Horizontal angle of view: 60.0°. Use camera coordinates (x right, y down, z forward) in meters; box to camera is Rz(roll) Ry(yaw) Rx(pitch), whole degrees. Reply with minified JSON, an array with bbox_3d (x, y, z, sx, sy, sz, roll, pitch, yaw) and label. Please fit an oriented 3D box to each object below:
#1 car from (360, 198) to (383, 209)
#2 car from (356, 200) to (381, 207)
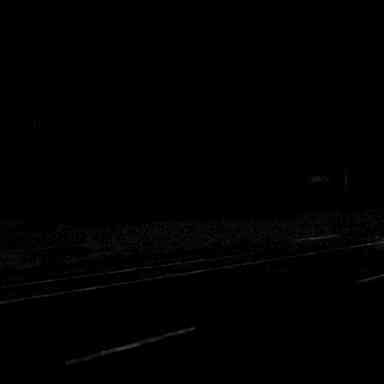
[{"bbox_3d":[33.092,2.109,60.165,2.192,1.841,5.009,-1,0,-35],"label":"car"},{"bbox_3d":[36.887,2.357,69.529,1.802,1.307,4.206,-1,0,-35],"label":"car"}]
